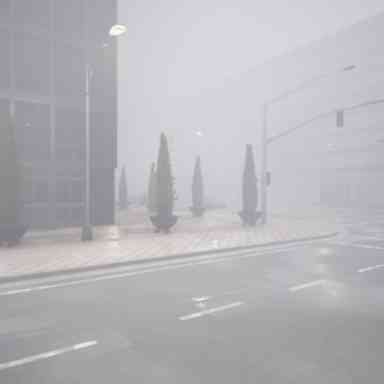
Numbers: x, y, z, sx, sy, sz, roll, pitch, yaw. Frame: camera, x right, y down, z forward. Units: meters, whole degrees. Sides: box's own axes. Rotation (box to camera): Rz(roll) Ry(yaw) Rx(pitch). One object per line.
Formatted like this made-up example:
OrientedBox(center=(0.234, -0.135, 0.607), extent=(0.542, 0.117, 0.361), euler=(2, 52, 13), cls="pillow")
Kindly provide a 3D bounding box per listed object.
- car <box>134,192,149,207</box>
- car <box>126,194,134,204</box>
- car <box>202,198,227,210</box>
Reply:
OrientedBox(center=(-5.604, 1.149, 47.216), extent=(2.150, 2.045, 5.566), euler=(0, 0, -35), cls="car")
OrientedBox(center=(-10.849, 1.433, 60.875), extent=(1.837, 1.490, 4.892), euler=(0, 0, -35), cls="car")
OrientedBox(center=(2.381, 1.450, 41.956), extent=(1.812, 1.442, 4.674), euler=(0, 0, -35), cls="car")
